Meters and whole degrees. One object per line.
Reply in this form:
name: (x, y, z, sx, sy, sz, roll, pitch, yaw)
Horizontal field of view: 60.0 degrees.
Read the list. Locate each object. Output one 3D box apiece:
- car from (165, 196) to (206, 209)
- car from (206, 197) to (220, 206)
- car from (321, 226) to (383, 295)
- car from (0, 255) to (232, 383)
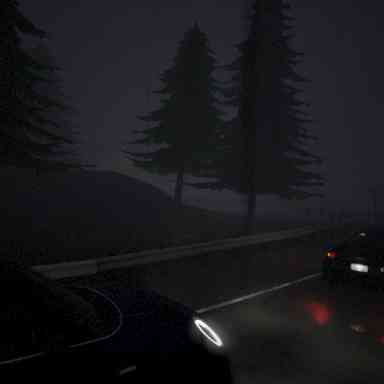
car: (-0.942, 1.573, 46.201, 4.718, 1.301, 1.895, 0, 0, 35)
car: (2.144, 1.460, 52.584, 4.902, 1.511, 2.128, 0, 0, 35)
car: (5.028, 1.566, 8.358, 4.181, 1.385, 1.994, 0, 0, -42)
car: (-1.821, 1.352, 2.742, 4.553, 1.767, 2.097, 0, 0, -36)
